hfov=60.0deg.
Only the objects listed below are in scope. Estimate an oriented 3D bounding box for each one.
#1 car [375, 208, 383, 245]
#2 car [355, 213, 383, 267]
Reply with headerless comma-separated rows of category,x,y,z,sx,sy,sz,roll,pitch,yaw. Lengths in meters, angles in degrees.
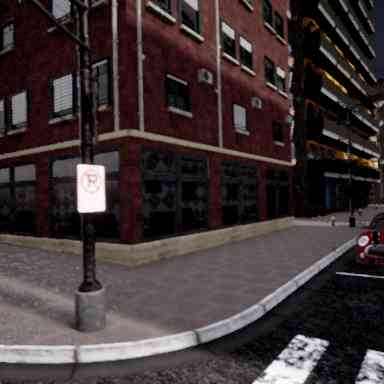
car,9.832,1.467,15.260,1.887,1.381,4.507,-2,0,36
car,6.589,1.415,10.766,1.967,1.590,4.097,-2,0,35
